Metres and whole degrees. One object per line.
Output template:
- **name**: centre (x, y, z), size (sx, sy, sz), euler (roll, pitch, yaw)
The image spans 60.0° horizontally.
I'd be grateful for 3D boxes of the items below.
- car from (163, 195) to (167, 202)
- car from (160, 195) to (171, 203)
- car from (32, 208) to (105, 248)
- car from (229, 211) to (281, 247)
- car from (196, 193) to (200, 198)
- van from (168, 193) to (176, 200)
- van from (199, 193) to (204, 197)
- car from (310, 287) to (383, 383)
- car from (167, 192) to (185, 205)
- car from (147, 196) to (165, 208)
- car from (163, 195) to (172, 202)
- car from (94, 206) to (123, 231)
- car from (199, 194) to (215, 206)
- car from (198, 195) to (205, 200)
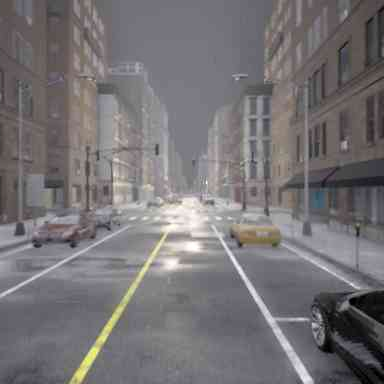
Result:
- **car**: centre (-5.393, 1.475, 52.414), size (1.752, 1.417, 4.829), euler (0, 0, 0)
- **car**: centre (-5.407, 1.374, 68.803), size (1.967, 1.590, 4.097), euler (0, 0, 0)
- **car**: centre (-5.387, 1.570, 14.621), size (1.802, 1.307, 4.206), euler (0, 0, 0)
- **car**: centre (2.639, 1.513, 14.792), size (1.752, 1.417, 4.829), euler (0, 0, 0)
- **car**: centre (2.648, 1.244, 74.210), size (2.192, 1.841, 5.009), euler (0, 0, 0)
- **van**: centre (-5.427, 1.254, 90.427), size (1.690, 1.788, 3.998), euler (0, 0, 0)
- **van**: centre (2.643, 1.286, 57.991), size (1.690, 1.788, 3.998), euler (0, 0, 0)
- **car**: centre (2.638, 1.563, 3.260), size (1.947, 1.339, 4.313), euler (0, 0, 0)
- **car**: centre (-2.749, 1.280, 57.822), size (2.097, 1.767, 4.553), euler (0, -1, 0)
- **car**: centre (-5.388, 1.506, 47.178), size (2.008, 1.369, 4.403), euler (0, 0, 0)
- **car**: centre (-5.412, 1.454, 74.039), size (1.752, 1.417, 4.829), euler (0, 0, 0)
- **car**: centre (-5.386, 1.533, 20.302), size (2.008, 1.369, 4.403), euler (0, 0, 0)
- **car**: centre (2.641, 1.501, 52.585), size (2.008, 1.369, 4.403), euler (0, 0, 0)
- **car**: centre (2.652, 1.439, 90.598), size (1.752, 1.417, 4.829), euler (0, 0, 0)
